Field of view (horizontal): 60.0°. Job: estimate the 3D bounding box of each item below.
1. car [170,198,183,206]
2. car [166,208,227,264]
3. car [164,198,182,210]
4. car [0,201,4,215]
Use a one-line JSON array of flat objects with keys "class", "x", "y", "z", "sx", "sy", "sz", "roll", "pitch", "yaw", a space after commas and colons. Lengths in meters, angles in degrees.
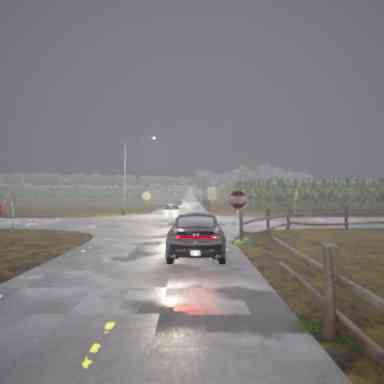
[{"class": "car", "x": -2.801, "y": 1.834, "z": 62.076, "sx": 2.033, "sy": 1.411, "sz": 5.357, "roll": 0, "pitch": 0, "yaw": 1}, {"class": "car", "x": 0.167, "y": 1.492, "z": 11.698, "sx": 1.837, "sy": 1.490, "sz": 4.892, "roll": 0, "pitch": -1, "yaw": 2}, {"class": "car", "x": -2.847, "y": 1.654, "z": 46.474, "sx": 2.128, "sy": 1.511, "sz": 4.902, "roll": 0, "pitch": 0, "yaw": 0}, {"class": "car", "x": -18.036, "y": 1.242, "z": 26.393, "sx": 5.566, "sy": 2.045, "sz": 2.150, "roll": 0, "pitch": 2, "yaw": -1}]
